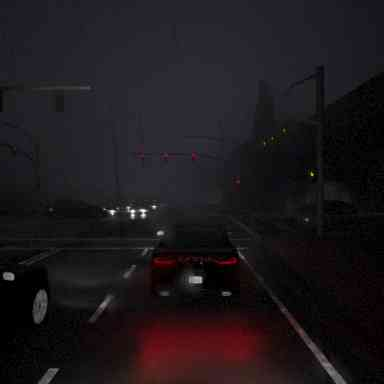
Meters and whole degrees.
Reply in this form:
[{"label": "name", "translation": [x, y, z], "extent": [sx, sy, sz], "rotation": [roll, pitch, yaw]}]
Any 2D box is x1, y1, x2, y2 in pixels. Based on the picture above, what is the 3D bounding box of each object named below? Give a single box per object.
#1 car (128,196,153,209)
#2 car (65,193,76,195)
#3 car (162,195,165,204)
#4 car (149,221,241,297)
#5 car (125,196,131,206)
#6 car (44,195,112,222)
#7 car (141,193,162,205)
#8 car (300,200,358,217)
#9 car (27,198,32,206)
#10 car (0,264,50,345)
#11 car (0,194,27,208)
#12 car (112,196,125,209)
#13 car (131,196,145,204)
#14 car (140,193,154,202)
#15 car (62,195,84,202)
[{"label": "car", "translation": [-7.157, 1.601, 46.712], "extent": [1.895, 1.301, 4.718], "rotation": [0, 0, 1]}, {"label": "car", "translation": [-24.903, 1.156, 66.608], "extent": [3.866, 1.878, 1.905], "rotation": [0, 0, 0]}, {"label": "car", "translation": [-6.605, 1.352, 66.373], "extent": [2.097, 1.767, 4.553], "rotation": [0, 0, 2]}, {"label": "car", "translation": [0.070, 1.478, 8.635], "extent": [1.882, 1.535, 5.008], "rotation": [0, 0, 0]}, {"label": "car", "translation": [-10.513, 1.352, 53.077], "extent": [2.097, 1.767, 4.553], "rotation": [0, 0, 2]}, {"label": "car", "translation": [-9.053, 1.352, 26.149], "extent": [4.553, 1.767, 2.097], "rotation": [0, 0, -35]}, {"label": "car", "translation": [-6.910, 1.352, 56.520], "extent": [2.097, 1.767, 4.553], "rotation": [0, 0, 2]}, {"label": "car", "translation": [12.661, 1.478, 30.894], "extent": [5.008, 1.535, 1.882], "rotation": [0, 0, 0]}, {"label": "car", "translation": [-24.888, 1.156, 46.985], "extent": [3.866, 1.878, 1.905], "rotation": [0, 0, 0]}, {"label": "car", "translation": [-3.440, 1.478, 3.903], "extent": [1.882, 1.535, 5.008], "rotation": [0, 0, 0]}, {"label": "car", "translation": [-24.946, 1.153, 44.090], "extent": [4.605, 1.855, 1.932], "rotation": [0, 0, 0]}, {"label": "car", "translation": [-10.705, 1.505, 44.077], "extent": [1.837, 1.490, 4.892], "rotation": [0, 0, 1]}, {"label": "car", "translation": [-10.211, 1.526, 63.223], "extent": [1.812, 1.442, 4.674], "rotation": [0, 0, 2]}, {"label": "car", "translation": [-9.873, 1.200, 73.904], "extent": [2.150, 2.045, 5.566], "rotation": [0, 0, 2]}, {"label": "car", "translation": [-24.888, 1.395, 69.503], "extent": [3.806, 1.475, 1.970], "rotation": [0, 0, 0]}]
